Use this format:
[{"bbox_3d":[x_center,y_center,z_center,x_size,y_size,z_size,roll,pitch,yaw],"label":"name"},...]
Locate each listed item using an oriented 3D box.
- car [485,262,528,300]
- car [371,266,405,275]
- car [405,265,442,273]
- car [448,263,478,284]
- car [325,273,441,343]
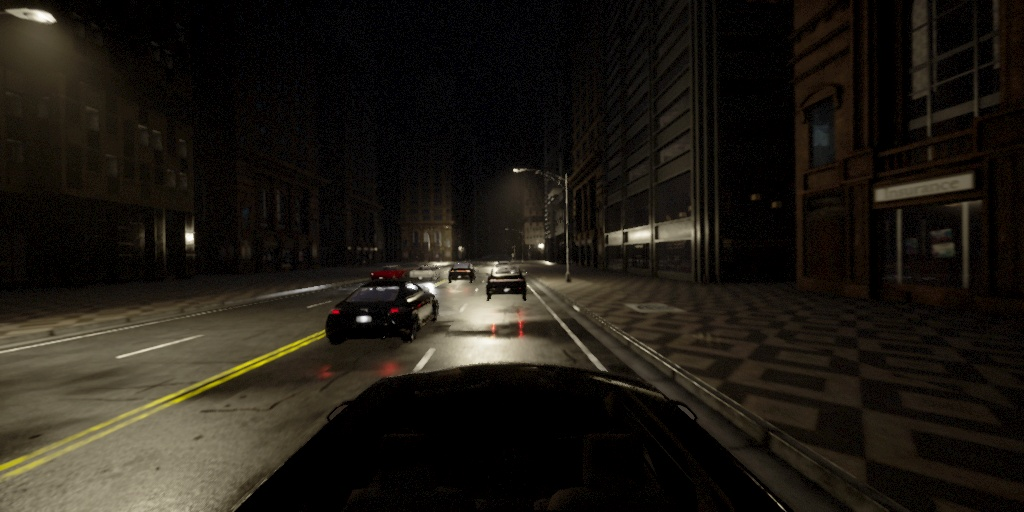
[{"bbox_3d":[-0.285,1.238,17.606,2.128,1.511,4.902,-1,0,-1],"label":"car"},{"bbox_3d":[-10.581,1.501,31.022,1.895,1.301,4.718,-1,0,-1],"label":"car"},{"bbox_3d":[-7.322,1.452,30.663,1.895,1.301,4.718,-1,0,-2],"label":"car"},{"bbox_3d":[-3.803,1.289,27.925,2.128,1.511,4.902,-1,0,-2],"label":"car"},{"bbox_3d":[-3.313,1.357,9.892,1.994,1.385,4.181,-1,0,-2],"label":"car"}]
